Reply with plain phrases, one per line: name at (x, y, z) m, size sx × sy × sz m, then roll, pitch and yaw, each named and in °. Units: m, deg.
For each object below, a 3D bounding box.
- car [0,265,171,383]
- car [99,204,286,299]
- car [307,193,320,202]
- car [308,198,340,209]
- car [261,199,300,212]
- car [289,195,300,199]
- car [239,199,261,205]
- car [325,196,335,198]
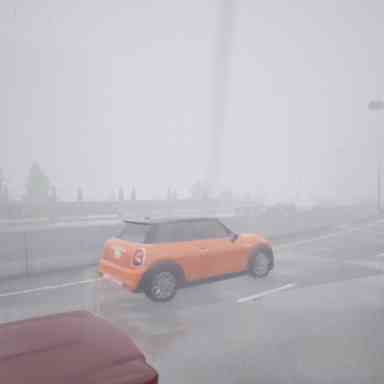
car at (-2.517, 1.615, 2.084) m, size 4.718 × 1.301 × 1.895 m, roll 0°, pitch 0°, yaw -35°
car at (0.056, 1.365, 8.491) m, size 4.553 × 1.767 × 2.097 m, roll 0°, pitch 0°, yaw -39°
car at (25.738, 1.227, 70.563) m, size 2.150 × 2.045 × 5.566 m, roll 0°, pitch 0°, yaw 13°
car at (13.408, 1.564, 33.099) m, size 1.994 × 1.385 × 4.181 m, roll 0°, pitch 0°, yaw 35°
car at (8.920, 1.617, 32.785) m, size 1.895 × 1.301 × 4.718 m, roll 0°, pitch 0°, yaw 37°
car at (22.782, 1.391, 74.070) m, size 2.033 × 1.411 × 5.357 m, roll 0°, pitch 0°, yaw 10°
car at (6.210, 1.534, 35.061) m, size 1.837 × 1.490 × 4.892 m, roll 0°, pitch 0°, yaw 36°
car at (29.287, 1.515, 70.470) m, size 2.033 × 1.411 × 5.357 m, roll 0°, pitch 0°, yaw 13°
